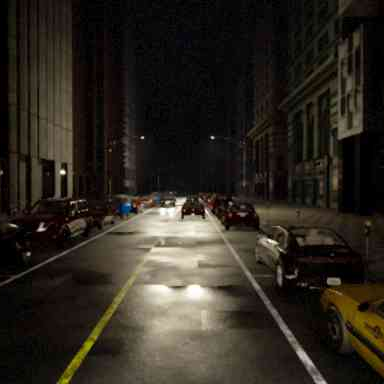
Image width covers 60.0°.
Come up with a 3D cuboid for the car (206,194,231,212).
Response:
[{"bbox_3d":[2.744,1.075,31.196,2.192,1.841,5.009,0,0,0],"label":"car"}]

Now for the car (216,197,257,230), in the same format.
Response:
[{"bbox_3d":[2.750,1.286,19.924,1.967,1.590,4.097,0,0,0],"label":"car"}]

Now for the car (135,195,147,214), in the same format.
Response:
[{"bbox_3d":[-5.780,1.201,31.184,1.967,1.590,4.097,0,0,0],"label":"car"}]

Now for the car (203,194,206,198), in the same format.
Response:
[{"bbox_3d":[2.740,1.240,42.470,1.947,1.339,4.313,0,0,0],"label":"car"}]

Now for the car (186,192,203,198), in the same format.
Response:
[{"bbox_3d":[0.075,1.142,45.564,2.128,1.511,4.902,0,0,0],"label":"car"}]

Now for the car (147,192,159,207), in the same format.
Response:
[{"bbox_3d":[-5.786,1.114,42.457,1.967,1.590,4.097,0,0,0],"label":"car"}]

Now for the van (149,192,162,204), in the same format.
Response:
[{"bbox_3d":[-5.792,0.930,53.729,1.690,1.788,3.998,0,0,0],"label":"van"}]

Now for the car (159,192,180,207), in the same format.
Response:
[{"bbox_3d":[-3.022,1.162,43.523,2.128,1.511,4.902,0,0,0],"label":"car"}]

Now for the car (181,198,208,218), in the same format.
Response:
[{"bbox_3d":[0.085,1.391,27.232,1.895,1.301,4.718,0,0,0],"label":"car"}]

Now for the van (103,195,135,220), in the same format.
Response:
[{"bbox_3d":[-5.778,1.145,25.546,1.690,1.788,3.998,0,0,0],"label":"van"}]

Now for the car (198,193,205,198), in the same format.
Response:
[{"bbox_3d":[2.715,0.884,93.196,1.802,1.307,4.206,0,0,0],"label":"car"}]

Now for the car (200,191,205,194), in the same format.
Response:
[{"bbox_3d":[2.734,1.028,53.741,1.967,1.590,4.097,0,0,0],"label":"car"}]

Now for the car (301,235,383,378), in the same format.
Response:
[{"bbox_3d":[2.758,1.500,3.187,1.752,1.417,4.829,0,0,0],"label":"car"}]

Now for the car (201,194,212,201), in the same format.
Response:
[{"bbox_3d":[2.728,1.070,65.014,1.947,1.339,4.313,0,0,0],"label":"car"}]

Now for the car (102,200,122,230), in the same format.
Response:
[{"bbox_3d":[-5.775,1.391,19.911,1.887,1.381,4.507,0,0,0],"label":"car"}]

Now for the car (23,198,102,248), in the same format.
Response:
[{"bbox_3d":[-5.773,1.205,14.272,2.192,1.841,5.009,0,0,0],"label":"car"}]

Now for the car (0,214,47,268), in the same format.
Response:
[{"bbox_3d":[-5.769,1.499,8.638,1.947,1.339,4.313,0,0,0],"label":"car"}]

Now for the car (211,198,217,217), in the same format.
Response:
[{"bbox_3d":[2.748,1.369,25.562,1.947,1.339,4.313,0,0,0],"label":"car"}]

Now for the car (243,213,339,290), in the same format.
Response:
[{"bbox_3d":[2.756,1.483,8.653,2.008,1.369,4.403,0,0,0],"label":"car"}]
